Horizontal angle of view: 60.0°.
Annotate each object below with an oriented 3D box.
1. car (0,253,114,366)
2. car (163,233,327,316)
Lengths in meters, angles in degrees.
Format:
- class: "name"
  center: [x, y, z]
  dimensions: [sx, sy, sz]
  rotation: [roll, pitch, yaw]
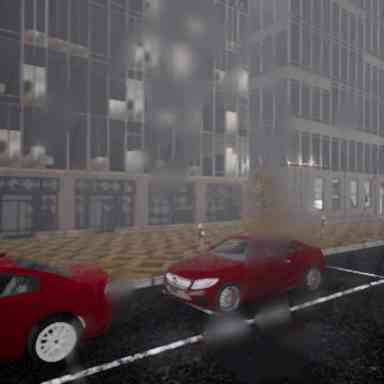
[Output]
- class: "car"
  center: [-3.275, 1.542, 4.221]
  dimensions: [4.507, 1.381, 1.887]
  rotation: [0, 0, -35]
- class: "car"
  center: [1.361, 1.619, 7.526]
  dimensions: [4.206, 1.307, 1.802]
  rotation: [0, 0, -35]
